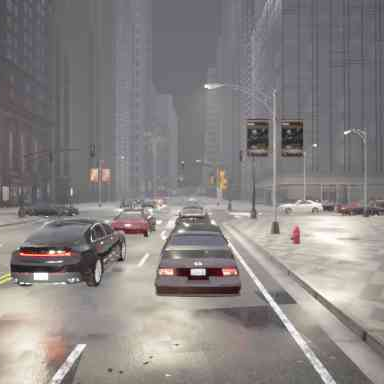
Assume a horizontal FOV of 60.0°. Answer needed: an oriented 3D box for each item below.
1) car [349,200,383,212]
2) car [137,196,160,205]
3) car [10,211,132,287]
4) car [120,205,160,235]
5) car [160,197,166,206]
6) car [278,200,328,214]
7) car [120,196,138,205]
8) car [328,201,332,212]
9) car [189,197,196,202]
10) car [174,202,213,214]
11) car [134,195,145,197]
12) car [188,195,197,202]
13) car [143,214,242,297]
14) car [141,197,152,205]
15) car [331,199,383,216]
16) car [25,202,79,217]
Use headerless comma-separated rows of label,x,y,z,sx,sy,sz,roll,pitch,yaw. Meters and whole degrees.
car,20.886,1.643,38.810,4.313,1.339,1.947,0,0,-1
car,-6.515,1.777,50.847,2.033,1.411,5.357,0,0,0
car,-3.136,1.516,9.351,1.837,1.490,4.892,0,0,0
car,-3.122,1.601,18.251,1.994,1.385,4.181,0,0,0
car,-6.476,1.647,60.129,2.097,1.767,4.553,0,0,0
car,11.692,1.601,35.924,4.674,1.442,1.812,0,-1,-1
car,-9.795,1.734,50.739,1.837,1.490,4.892,0,0,-2
car,15.246,1.662,38.732,4.313,1.339,1.947,0,0,-1
car,0.143,2.027,91.214,1.882,1.535,5.008,0,0,0
car,0.076,1.543,18.501,1.837,1.490,4.892,0,0,1
car,-9.722,1.522,60.758,2.150,2.045,5.566,0,0,0
car,0.127,1.685,80.637,2.150,2.045,5.566,0,0,0
car,0.120,1.557,8.762,2.033,1.411,5.357,0,0,0
car,-9.639,1.905,71.105,1.812,1.442,4.674,0,0,0
car,15.363,1.577,30.208,4.206,1.307,1.802,0,0,-1
car,-13.036,1.659,30.853,5.357,1.411,2.033,-1,-1,23
